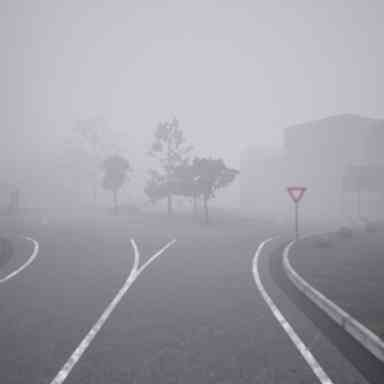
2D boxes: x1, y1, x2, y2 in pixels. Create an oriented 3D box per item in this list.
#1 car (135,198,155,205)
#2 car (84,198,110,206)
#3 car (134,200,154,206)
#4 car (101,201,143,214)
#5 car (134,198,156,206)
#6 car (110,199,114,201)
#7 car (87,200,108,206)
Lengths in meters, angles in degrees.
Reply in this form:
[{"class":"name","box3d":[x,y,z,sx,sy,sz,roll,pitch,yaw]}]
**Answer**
[{"class":"car","box3d":[-12.268,2.508,82.462,4.553,1.767,2.185,0,-2,-2]},{"class":"car","box3d":[-24.546,2.446,84.199,5.566,2.045,2.435,0,-2,-2]},{"class":"car","box3d":[-12.349,2.735,85.490,5.008,1.535,2.097,0,-2,-2]},{"class":"car","box3d":[-8.935,2.154,42.801,4.181,1.385,1.994,1,-2,-36]},{"class":"car","box3d":[-12.477,2.581,88.413,5.566,2.045,2.435,0,-2,-2]},{"class":"car","box3d":[-24.739,2.633,89.655,5.566,2.045,2.435,0,-2,-2]},{"class":"car","box3d":[-24.662,2.788,86.856,4.892,1.521,2.231,0,-2,-2]}]
